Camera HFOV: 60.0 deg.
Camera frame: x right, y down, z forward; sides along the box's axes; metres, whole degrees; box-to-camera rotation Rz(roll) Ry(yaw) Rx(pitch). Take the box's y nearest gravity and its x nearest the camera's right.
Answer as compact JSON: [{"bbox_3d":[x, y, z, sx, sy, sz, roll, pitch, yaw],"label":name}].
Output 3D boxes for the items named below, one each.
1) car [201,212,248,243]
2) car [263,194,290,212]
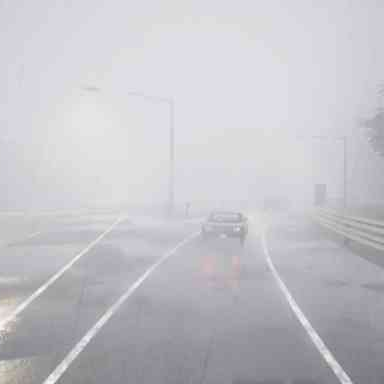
[{"bbox_3d":[1.765,1.614,16.395,1.895,1.301,4.718,0,0,12],"label":"car"},{"bbox_3d":[9.967,1.295,39.143,2.150,2.045,5.566,0,0,28],"label":"car"}]
